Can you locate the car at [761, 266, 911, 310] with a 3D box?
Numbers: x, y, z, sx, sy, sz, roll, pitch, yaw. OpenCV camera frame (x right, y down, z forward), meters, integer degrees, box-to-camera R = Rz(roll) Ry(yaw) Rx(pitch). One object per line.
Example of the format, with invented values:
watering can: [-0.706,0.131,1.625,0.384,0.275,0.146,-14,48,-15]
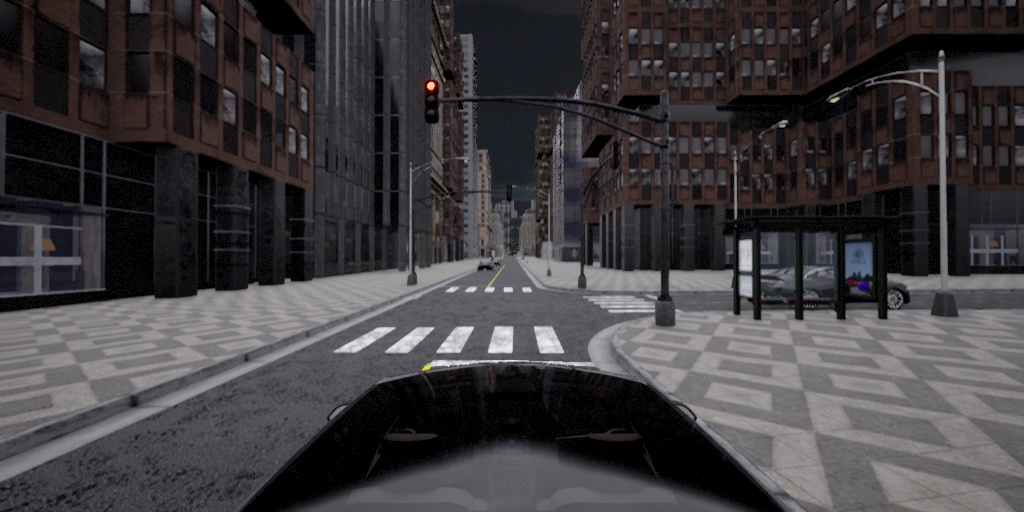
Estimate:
car: [11.519,1.099,13.101,4.902,1.511,2.128,0,-1,0]

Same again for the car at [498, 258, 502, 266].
car: [-2.918,1.055,62.785,1.837,1.490,4.892,0,0,0]

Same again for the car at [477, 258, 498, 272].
car: [-3.042,1.198,42.402,1.895,1.301,4.718,0,0,0]
